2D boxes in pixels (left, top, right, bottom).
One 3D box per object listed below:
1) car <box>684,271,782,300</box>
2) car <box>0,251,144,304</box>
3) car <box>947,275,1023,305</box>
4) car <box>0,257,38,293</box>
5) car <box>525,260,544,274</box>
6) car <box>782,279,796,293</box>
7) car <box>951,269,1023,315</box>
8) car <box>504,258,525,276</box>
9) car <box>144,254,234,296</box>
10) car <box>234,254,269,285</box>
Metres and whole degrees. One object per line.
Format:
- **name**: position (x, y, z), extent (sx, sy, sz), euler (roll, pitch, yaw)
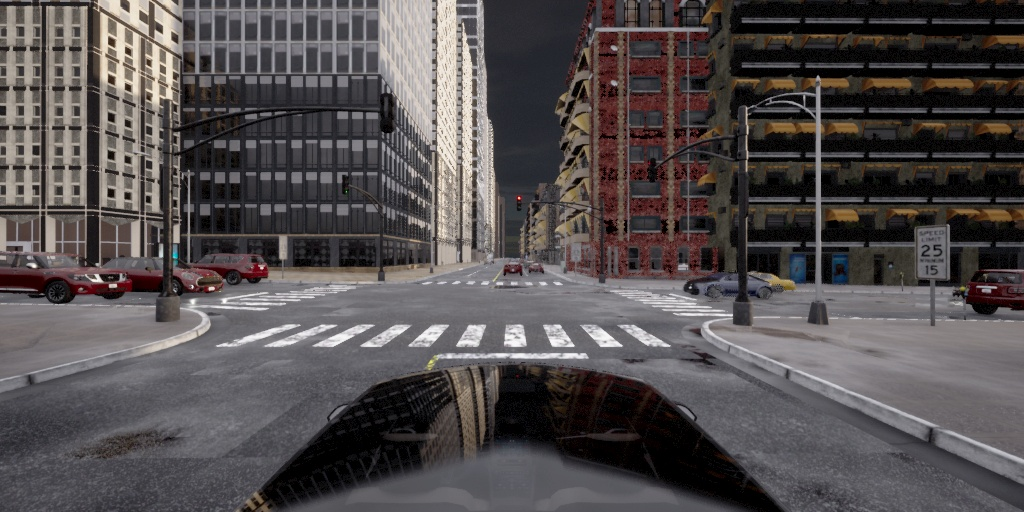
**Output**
- **car**: position (11.669, 1.560, 19.463), extent (4.181, 1.385, 1.994), euler (1, 0, -1)
- **car**: position (-17.558, 0.757, 13.477), extent (5.009, 1.841, 2.192), euler (0, 0, 0)
- **car**: position (27.653, 1.835, 19.592), extent (5.357, 1.411, 2.033), euler (1, 0, 0)
- **car**: position (-24.941, 0.789, 16.018), extent (5.008, 1.535, 1.882), euler (1, 0, -1)
- **car**: position (2.800, 1.341, 41.805), extent (1.802, 1.307, 4.207), euler (0, 0, 0)
- **car**: position (14.660, 1.587, 22.090), extent (4.829, 1.417, 1.751), euler (0, 0, 0)
- **car**: position (20.616, 1.461, 13.785), extent (5.009, 1.841, 2.192), euler (0, 0, 0)
- **car**: position (0.123, 1.235, 38.161), extent (1.882, 1.535, 5.008), euler (0, 0, 0)
- **car**: position (-15.722, 0.835, 16.082), extent (4.553, 1.767, 2.097), euler (1, 0, 0)
- **car**: position (-17.680, 0.776, 21.856), extent (5.009, 1.841, 2.192), euler (0, 0, 0)
